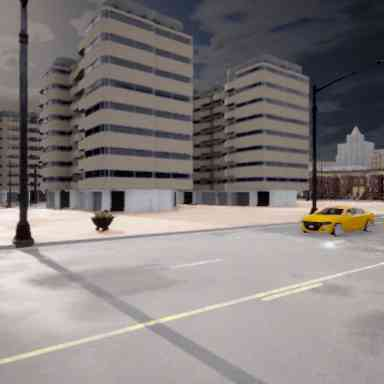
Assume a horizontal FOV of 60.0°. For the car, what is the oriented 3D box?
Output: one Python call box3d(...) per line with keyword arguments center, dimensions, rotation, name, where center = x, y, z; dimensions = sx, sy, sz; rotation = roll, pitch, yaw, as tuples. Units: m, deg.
box3d(center=(8.097, 1.495, 18.328), dimensions=(5.008, 1.535, 1.882), rotation=(0, 0, -35), name="car")
